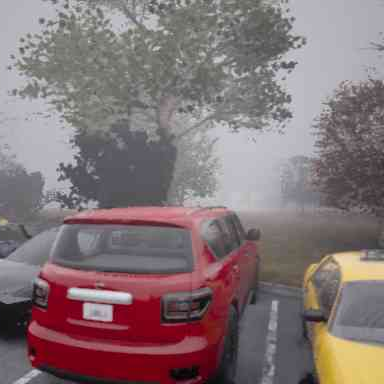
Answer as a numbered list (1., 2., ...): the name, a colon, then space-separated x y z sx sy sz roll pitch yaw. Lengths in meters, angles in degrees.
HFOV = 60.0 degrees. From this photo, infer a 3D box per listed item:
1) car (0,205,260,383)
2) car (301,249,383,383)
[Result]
1. car: -0.136 1.239 5.643 2.435 2.045 5.566 0 -1 16
2. car: 2.226 1.482 3.699 1.946 1.575 5.366 1 -1 16
